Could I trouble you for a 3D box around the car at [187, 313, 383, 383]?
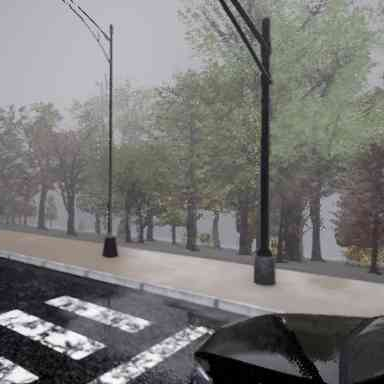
[{"bbox_3d":[2.101,1.527,2.191,4.674,1.442,1.812,0,0,35],"label":"car"}]
